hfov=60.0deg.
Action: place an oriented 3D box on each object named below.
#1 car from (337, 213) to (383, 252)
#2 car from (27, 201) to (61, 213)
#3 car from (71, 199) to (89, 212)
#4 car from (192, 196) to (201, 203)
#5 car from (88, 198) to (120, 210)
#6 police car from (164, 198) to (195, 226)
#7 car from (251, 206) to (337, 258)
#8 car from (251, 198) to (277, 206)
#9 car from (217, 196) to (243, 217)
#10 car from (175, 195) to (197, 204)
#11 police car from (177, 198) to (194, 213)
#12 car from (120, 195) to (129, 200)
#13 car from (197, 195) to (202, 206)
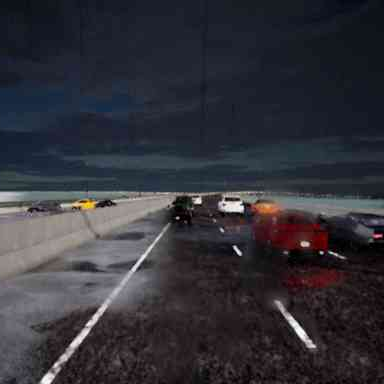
[{"bbox_3d":[7.144,1.613,14.158,2.033,1.411,5.357,0,0,0],"label":"car"},{"bbox_3d":[-17.293,1.716,39.140,2.033,1.411,5.357,0,0,1],"label":"car"},{"bbox_3d":[-13.739,1.659,42.488,1.882,1.535,5.008,0,0,1],"label":"car"},{"bbox_3d":[1.063,1.658,76.103,2.033,1.411,5.357,0,0,2],"label":"car"},{"bbox_3d":[-10.288,1.674,39.378,1.837,1.490,4.892,0,0,1],"label":"car"},{"bbox_3d":[-0.932,1.535,24.572,1.930,1.638,5.238,0,0,1],"label":"police car"},{"bbox_3d":[3.642,1.538,13.151,1.882,1.535,5.008,0,0,0],"label":"car"},{"bbox_3d":[7.330,1.501,34.047,2.097,1.767,4.553,0,0,1],"label":"car"},{"bbox_3d":[3.822,1.369,33.647,2.150,2.045,5.566,0,0,1],"label":"car"},{"bbox_3d":[-0.821,1.376,34.477,2.150,2.045,5.566,0,0,1],"label":"car"},{"bbox_3d":[-0.737,1.599,40.546,1.930,1.638,5.238,0,0,1],"label":"police car"},{"bbox_3d":[-16.323,1.456,79.838,1.812,1.442,4.674,0,0,2],"label":"car"},{"bbox_3d":[0.645,1.464,59.145,2.150,2.045,5.566,0,0,1],"label":"car"}]
